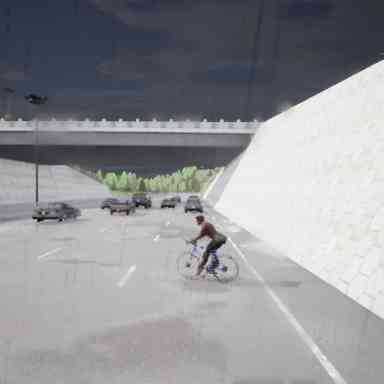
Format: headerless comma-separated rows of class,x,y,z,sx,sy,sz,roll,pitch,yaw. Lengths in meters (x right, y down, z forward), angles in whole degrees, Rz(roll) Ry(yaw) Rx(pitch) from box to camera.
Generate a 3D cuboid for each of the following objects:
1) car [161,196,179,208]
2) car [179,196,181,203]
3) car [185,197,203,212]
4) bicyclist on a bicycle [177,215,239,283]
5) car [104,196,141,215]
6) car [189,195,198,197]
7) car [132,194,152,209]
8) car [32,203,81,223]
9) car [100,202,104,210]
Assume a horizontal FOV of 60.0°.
car,-3.291,1.555,47.485,1.994,1.385,4.181,0,0,0
car,-3.246,1.482,68.584,2.128,1.511,4.902,0,0,0
car,0.185,1.559,37.879,1.994,1.385,4.181,0,0,0
bicyclist on a bicycle,0.352,1.394,8.199,1.656,1.620,0.582,0,0,24
car,-6.903,1.486,33.601,2.128,1.511,4.902,0,0,1
car,0.231,1.347,54.298,2.097,1.767,4.553,0,0,-1
car,-6.865,1.216,45.093,2.150,2.045,5.566,0,0,1
car,-10.343,1.544,25.752,2.033,1.411,5.357,0,0,0
car,-10.302,1.541,42.887,2.033,1.411,5.357,0,0,0
